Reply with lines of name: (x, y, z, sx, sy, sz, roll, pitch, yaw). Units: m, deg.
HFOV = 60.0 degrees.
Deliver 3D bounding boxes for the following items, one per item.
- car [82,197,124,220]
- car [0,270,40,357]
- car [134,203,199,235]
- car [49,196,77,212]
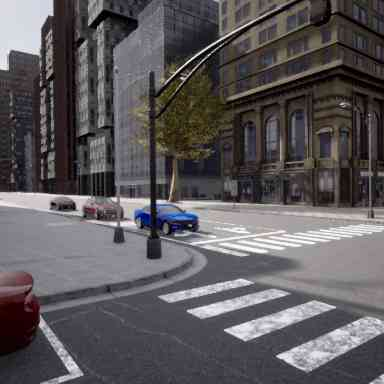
car: (-7.232, 1.217, 26.822, 2.097, 1.767, 4.553, -1, 1, -36)
car: (-4.157, 1.545, 3.672, 4.507, 1.381, 1.887, 0, -1, -36)
car: (-1.560, 1.422, 19.009, 1.882, 1.535, 5.008, -1, 1, -36)
car: (-14.139, 1.248, 36.344, 1.882, 1.535, 5.008, -1, 1, -36)
